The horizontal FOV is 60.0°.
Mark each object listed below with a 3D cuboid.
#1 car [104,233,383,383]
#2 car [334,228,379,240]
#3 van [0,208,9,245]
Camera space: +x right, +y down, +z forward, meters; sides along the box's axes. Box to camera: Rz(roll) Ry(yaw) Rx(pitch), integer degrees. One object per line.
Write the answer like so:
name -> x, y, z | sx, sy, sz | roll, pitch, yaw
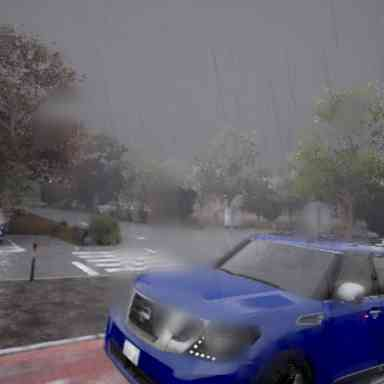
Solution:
car -> 1.659, 1.668, 4.897 | 5.566, 2.045, 2.150 | 11, -7, -35
car -> 21.589, 5.433, 43.796 | 5.357, 1.411, 2.033 | 4, -1, 21
van -> -11.468, 1.769, 18.432 | 1.878, 1.987, 4.442 | 8, -4, -36
